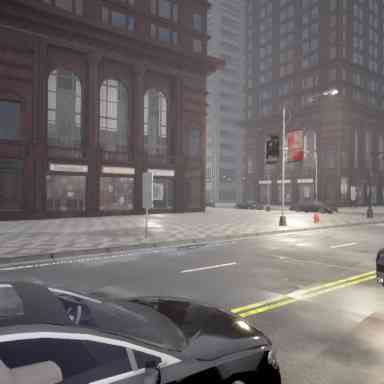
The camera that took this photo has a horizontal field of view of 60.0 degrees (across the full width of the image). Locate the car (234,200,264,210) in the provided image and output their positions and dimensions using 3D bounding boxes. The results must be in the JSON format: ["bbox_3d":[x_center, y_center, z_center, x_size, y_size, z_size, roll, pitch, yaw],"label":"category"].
[{"bbox_3d":[7.720,1.785,45.289,1.994,1.385,4.181,1,-1,-35],"label":"car"}]

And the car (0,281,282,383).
[{"bbox_3d":[-1.387,1.492,2.450,4.902,1.511,2.128,0,0,-36],"label":"car"}]

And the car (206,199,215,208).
[{"bbox_3d":[1.690,1.746,53.781,1.882,1.535,5.008,1,-1,-35],"label":"car"}]

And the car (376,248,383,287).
[{"bbox_3d":[6.227,1.515,7.874,4.892,1.490,1.837,0,0,-35],"label":"car"}]

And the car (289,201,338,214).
[{"bbox_3d":[13.478,1.723,37.188,2.033,1.411,5.357,1,-1,-35],"label":"car"}]
